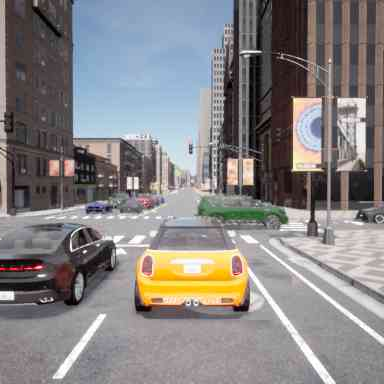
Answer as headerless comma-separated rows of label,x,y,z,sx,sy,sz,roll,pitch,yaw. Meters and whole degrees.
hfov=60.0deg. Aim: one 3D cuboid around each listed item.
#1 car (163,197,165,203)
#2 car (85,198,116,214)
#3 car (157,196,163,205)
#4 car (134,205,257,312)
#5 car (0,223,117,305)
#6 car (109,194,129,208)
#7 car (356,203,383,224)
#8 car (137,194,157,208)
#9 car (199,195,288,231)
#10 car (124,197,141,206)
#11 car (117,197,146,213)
car,-6.536,1.508,66.042,1.882,1.535,5.008,0,0,1
car,-9.852,1.616,35.559,1.895,1.301,4.718,0,0,0
car,-6.588,1.591,55.969,1.994,1.385,4.181,0,0,0
car,0.010,1.351,7.887,2.097,1.767,4.553,0,0,0
car,-3.154,1.504,8.031,1.837,1.490,4.892,0,0,0
car,-9.846,1.244,45.319,2.150,2.045,5.566,0,0,1
car,13.985,1.470,23.557,4.181,1.385,1.994,0,1,0
car,-6.602,1.244,45.996,2.150,2.045,5.566,0,0,1
car,2.992,1.219,20.474,5.566,2.045,2.150,0,1,2
car,-9.821,1.591,55.277,1.994,1.385,4.181,0,0,2
car,-6.603,1.580,36.719,1.994,1.385,4.181,0,0,0
